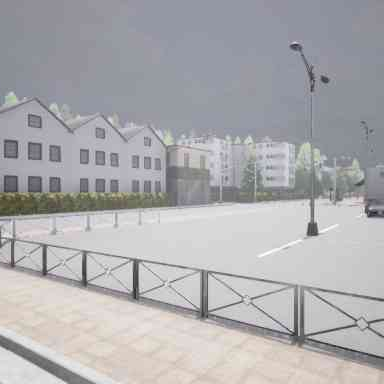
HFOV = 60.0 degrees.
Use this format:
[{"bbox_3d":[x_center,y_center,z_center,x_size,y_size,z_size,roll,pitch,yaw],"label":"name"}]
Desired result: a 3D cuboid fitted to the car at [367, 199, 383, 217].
[{"bbox_3d":[15.406,1.298,26.817,2.007,1.523,4.514,0,0,35],"label":"car"}]
